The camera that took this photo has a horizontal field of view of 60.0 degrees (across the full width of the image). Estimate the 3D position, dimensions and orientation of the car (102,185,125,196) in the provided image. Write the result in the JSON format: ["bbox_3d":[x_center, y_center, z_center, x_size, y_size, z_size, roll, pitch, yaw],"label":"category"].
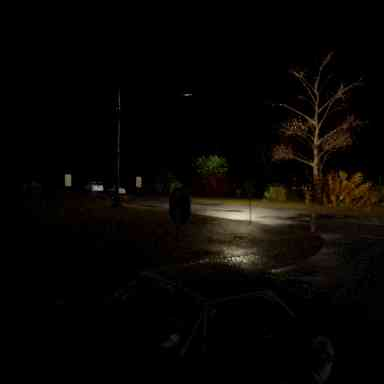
[{"bbox_3d":[-11.908,-0.200,51.701,1.812,1.442,4.674,0,2,-36],"label":"car"}]

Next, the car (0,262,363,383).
[{"bbox_3d":[-0.152,1.610,3.752,4.718,1.301,1.895,0,0,-35],"label":"car"}]

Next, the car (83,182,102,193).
[{"bbox_3d":[-17.763,-0.827,59.838,2.150,2.045,5.566,0,2,-36],"label":"car"}]
